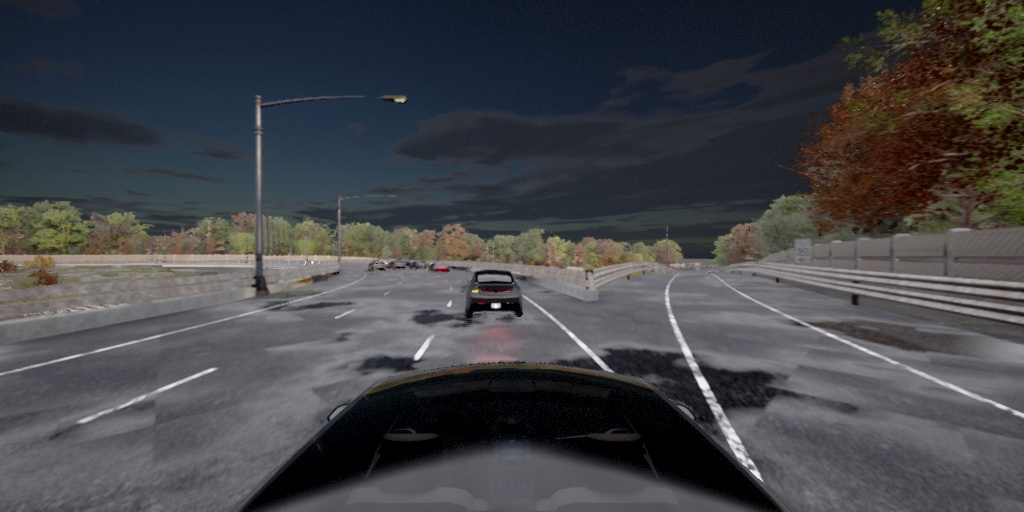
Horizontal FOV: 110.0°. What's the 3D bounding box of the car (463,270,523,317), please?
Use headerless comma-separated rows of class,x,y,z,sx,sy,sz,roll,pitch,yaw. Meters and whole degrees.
car,-0.748,1.259,13.269,1.837,1.490,4.892,0,0,-6

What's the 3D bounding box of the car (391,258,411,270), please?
car,-17.702,1.343,55.202,2.128,1.511,4.902,0,0,-32

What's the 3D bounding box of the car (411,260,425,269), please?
car,-14.909,1.328,57.334,2.128,1.511,4.902,0,0,-32

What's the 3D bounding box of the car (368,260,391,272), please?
car,-18.576,1.349,49.403,2.128,1.511,4.902,0,0,-29

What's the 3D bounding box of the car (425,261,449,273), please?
car,-9.474,1.372,46.199,1.994,1.385,4.181,0,0,-23
